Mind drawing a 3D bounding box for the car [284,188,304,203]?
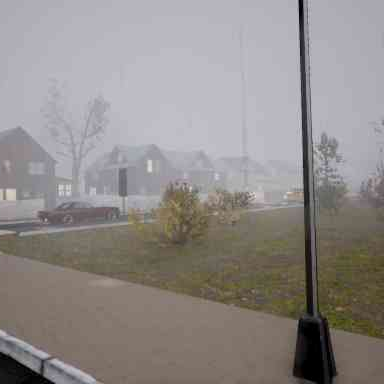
[{"bbox_3d":[13.914,0.594,42.302,1.882,1.535,5.008,-2,-1,44],"label":"car"}]

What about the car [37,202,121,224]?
[{"bbox_3d":[-6.772,1.253,20.489,1.895,1.301,4.718,-2,-1,43],"label":"car"}]
